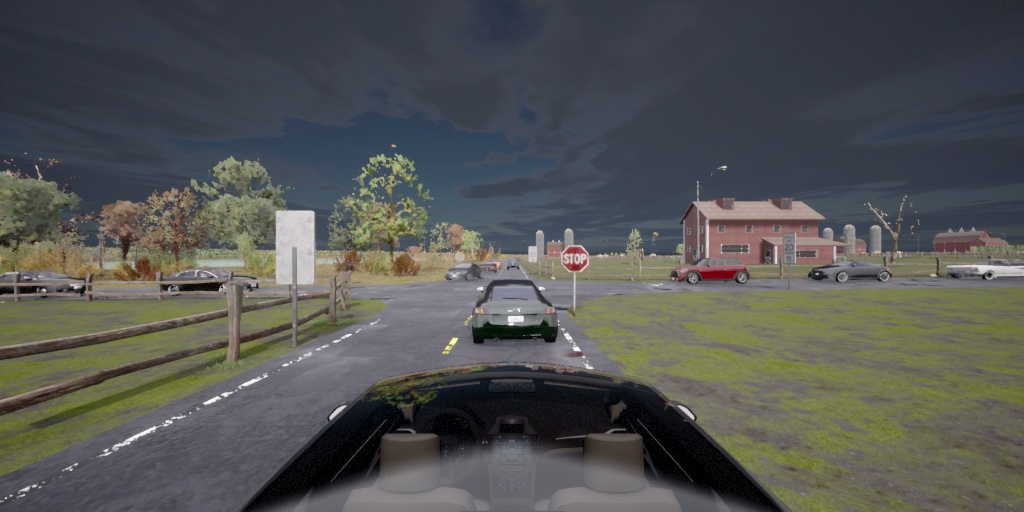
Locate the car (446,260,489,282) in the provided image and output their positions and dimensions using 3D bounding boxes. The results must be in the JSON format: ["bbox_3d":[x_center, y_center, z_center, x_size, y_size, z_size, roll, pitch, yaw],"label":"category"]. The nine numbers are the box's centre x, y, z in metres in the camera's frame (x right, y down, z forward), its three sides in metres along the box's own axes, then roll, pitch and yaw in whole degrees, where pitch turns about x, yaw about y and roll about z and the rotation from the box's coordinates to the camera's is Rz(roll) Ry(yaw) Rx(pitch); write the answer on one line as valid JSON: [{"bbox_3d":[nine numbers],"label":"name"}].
[{"bbox_3d":[-3.749,1.264,29.425,1.812,1.442,4.674,0,0,15],"label":"car"}]

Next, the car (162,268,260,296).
[{"bbox_3d":[-17.435,1.473,20.827,4.902,1.511,2.128,-1,0,1],"label":"car"}]

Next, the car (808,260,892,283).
[{"bbox_3d":[21.928,0.963,23.386,4.181,1.385,1.994,-1,0,1],"label":"car"}]

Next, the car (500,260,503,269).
[{"bbox_3d":[-2.746,1.094,53.325,2.097,1.767,4.553,0,0,0],"label":"car"}]

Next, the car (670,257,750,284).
[{"bbox_3d":[12.851,0.883,23.531,4.553,1.767,2.097,-1,0,2],"label":"car"}]

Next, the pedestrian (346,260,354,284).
[{"bbox_3d":[-12.122,1.161,26.731,0.375,1.860,0.375,0,1,1],"label":"pedestrian"}]

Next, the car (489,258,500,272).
[{"bbox_3d":[-2.782,1.308,42.481,1.994,1.385,4.181,0,0,0],"label":"car"}]

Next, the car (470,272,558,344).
[{"bbox_3d":[-0.009,1.312,9.662,1.994,1.385,4.181,0,0,-3],"label":"car"}]

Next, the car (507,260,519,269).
[{"bbox_3d":[0.186,1.290,56.366,2.033,1.411,5.357,0,0,0],"label":"car"}]

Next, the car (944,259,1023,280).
[{"bbox_3d":[31.432,0.859,23.303,4.718,1.301,1.895,-1,0,1],"label":"car"}]

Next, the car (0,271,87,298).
[{"bbox_3d":[-27.806,1.616,21.024,4.902,1.511,2.128,-1,0,2],"label":"car"}]
